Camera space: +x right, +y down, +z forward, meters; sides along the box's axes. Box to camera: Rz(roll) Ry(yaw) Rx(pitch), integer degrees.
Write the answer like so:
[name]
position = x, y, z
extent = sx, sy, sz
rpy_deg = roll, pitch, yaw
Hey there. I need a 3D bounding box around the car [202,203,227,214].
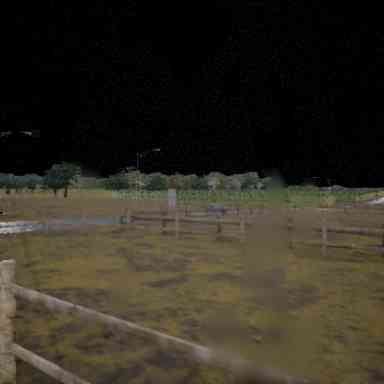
[car]
position = 3.287, 2.351, 47.826
extent = 1.994, 1.385, 4.181
rpy_deg = 1, -1, 35
